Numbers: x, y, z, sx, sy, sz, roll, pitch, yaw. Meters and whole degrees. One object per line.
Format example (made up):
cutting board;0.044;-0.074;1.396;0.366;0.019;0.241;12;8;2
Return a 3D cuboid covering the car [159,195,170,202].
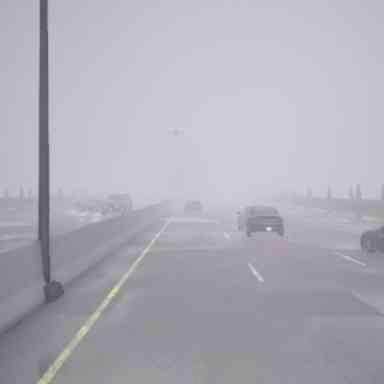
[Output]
car;-5.965;1.401;72.936;1.994;1.385;4.181;0;0;2

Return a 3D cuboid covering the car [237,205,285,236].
car;3.612;1.468;18.025;1.837;1.490;4.892;0;0;0

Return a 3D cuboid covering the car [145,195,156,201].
car;-9.378;1.366;75.958;2.033;1.411;5.357;0;0;2

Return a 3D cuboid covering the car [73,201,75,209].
car;-13.898;1.391;43.385;1.882;1.535;5.008;0;0;2

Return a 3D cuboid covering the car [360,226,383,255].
car;7.107;1.504;10.309;1.812;1.442;4.674;0;0;0

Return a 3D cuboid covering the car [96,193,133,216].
car;-7.058;1.155;31.870;2.150;2.045;5.566;0;0;0

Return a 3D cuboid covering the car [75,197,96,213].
car;-10.516;1.435;35.850;1.837;1.490;4.892;0;0;1

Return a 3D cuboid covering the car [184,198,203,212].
car;0.182;1.417;36.964;2.128;1.511;4.902;0;0;1
